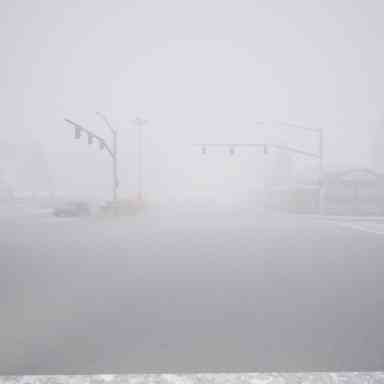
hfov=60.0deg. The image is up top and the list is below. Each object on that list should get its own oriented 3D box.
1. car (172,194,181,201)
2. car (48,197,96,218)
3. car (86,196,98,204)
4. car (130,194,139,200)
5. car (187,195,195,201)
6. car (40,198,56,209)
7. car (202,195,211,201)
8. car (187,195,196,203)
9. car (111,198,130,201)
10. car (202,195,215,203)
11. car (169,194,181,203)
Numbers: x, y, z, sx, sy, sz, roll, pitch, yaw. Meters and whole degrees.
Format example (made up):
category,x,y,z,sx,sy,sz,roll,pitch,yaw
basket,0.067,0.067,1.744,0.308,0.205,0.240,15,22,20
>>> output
category,x,y,z,sx,sy,sz,roll,pitch,yaw
car,-3.697,1.323,80.320,1.882,1.535,5.008,0,0,0
car,-10.675,1.493,30.061,2.033,1.411,5.357,0,0,0
car,-17.717,1.383,57.818,2.128,1.511,4.902,0,0,0
car,-10.702,1.231,63.893,2.097,1.767,4.553,0,0,0
car,-0.193,1.444,77.929,1.895,1.301,4.718,0,0,0
car,-17.704,1.486,42.652,1.994,1.385,4.181,0,0,0
car,3.307,1.401,77.781,1.994,1.385,4.181,0,0,0
car,-0.060,1.424,64.031,2.033,1.411,5.357,0,0,0
car,-10.715,1.511,47.768,1.895,1.301,4.718,0,0,0
car,3.442,1.423,64.050,2.033,1.411,5.357,0,0,0
car,-3.568,1.471,67.605,1.895,1.301,4.718,0,0,0
